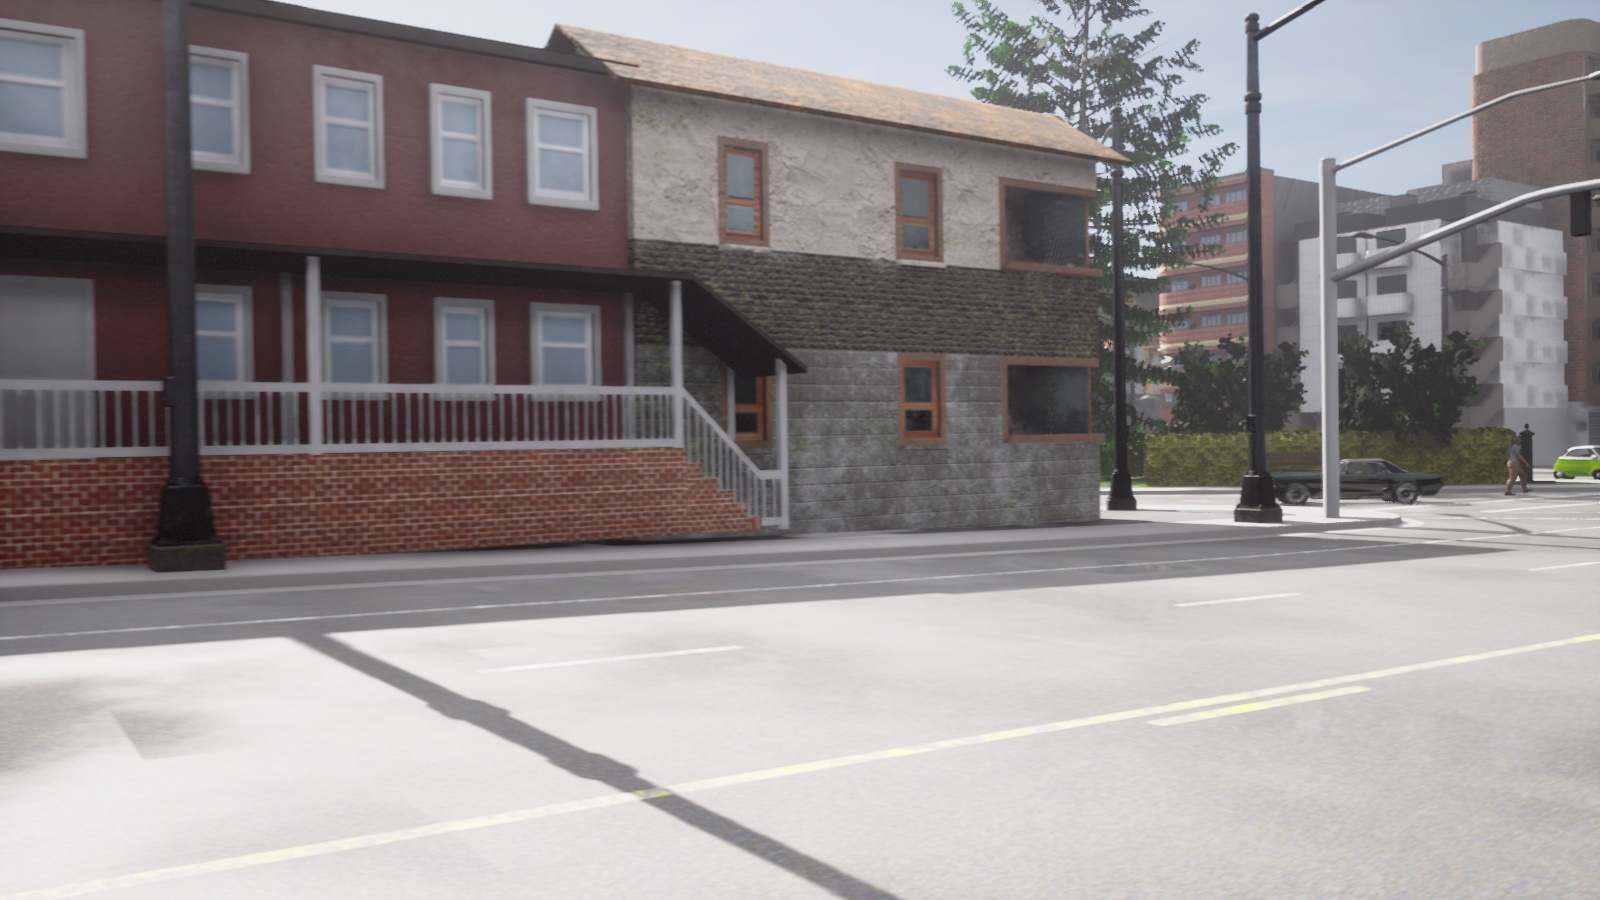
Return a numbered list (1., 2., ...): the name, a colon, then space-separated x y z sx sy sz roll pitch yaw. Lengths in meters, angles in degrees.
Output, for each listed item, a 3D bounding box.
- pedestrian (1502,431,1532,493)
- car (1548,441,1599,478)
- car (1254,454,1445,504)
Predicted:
1. pedestrian: 21.452 0.359 37.577 0.694 1.848 0.540 -1 1 25
2. car: 30.605 0.373 48.793 1.481 1.376 2.207 -2 0 -34
3. car: 15.731 0.837 36.180 4.718 1.301 1.895 -1 0 10
